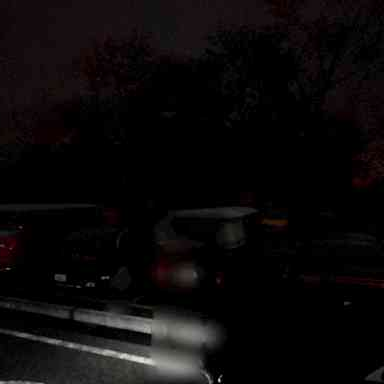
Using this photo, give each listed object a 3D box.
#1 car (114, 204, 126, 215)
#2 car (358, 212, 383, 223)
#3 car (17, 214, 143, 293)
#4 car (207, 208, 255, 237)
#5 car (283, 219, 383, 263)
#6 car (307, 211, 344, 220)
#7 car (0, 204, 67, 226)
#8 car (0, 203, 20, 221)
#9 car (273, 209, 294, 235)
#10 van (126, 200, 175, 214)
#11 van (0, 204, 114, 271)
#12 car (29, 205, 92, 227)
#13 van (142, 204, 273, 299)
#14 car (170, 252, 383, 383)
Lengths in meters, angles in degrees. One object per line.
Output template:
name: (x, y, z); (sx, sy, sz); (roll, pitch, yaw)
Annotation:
car: (-5.152, 1.671, 24.540); (2.185, 1.767, 4.553); (0, -1, 21)
car: (10.452, 1.875, 18.566); (2.163, 1.488, 4.792); (0, -1, 21)
car: (-1.939, 1.596, 9.329); (2.231, 1.521, 4.892); (0, -1, 21)
car: (2.656, 1.860, 21.576); (2.002, 1.452, 4.674); (0, -1, 21)
car: (3.298, 1.612, 7.326); (2.097, 1.535, 5.008); (0, -1, 21)
car: (7.859, 1.837, 19.583); (2.097, 1.535, 5.008); (0, -1, 21)
car: (-12.940, 1.795, 27.568); (2.097, 1.535, 5.008); (0, -1, 21)
car: (-18.141, 1.811, 29.556); (2.097, 1.535, 5.008); (0, -1, 21)
car: (5.193, 1.822, 20.410); (1.946, 1.575, 5.366); (0, -1, 21)
van: (-2.502, 1.578, 23.684); (1.878, 1.987, 4.442); (0, -1, 21)
van: (-4.595, 1.358, 10.232); (1.878, 1.987, 4.442); (0, -1, 21)
car: (-10.340, 1.833, 26.565); (2.002, 1.452, 4.674); (0, -1, 21)
van: (0.725, 1.379, 8.445); (1.878, 1.987, 4.442); (0, -1, 21)
car: (2.448, 1.573, 2.698); (4.892, 1.490, 1.837); (0, -1, 21)
